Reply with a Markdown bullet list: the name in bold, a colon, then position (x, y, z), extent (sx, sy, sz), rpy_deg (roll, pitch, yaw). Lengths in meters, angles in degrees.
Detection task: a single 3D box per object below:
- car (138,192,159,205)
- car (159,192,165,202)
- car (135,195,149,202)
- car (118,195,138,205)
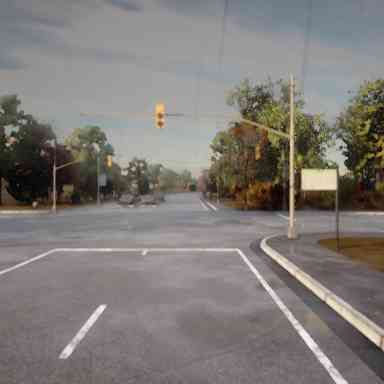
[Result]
- **car**: position (-6.989, 1.216, 53.822), extent (2.097, 1.767, 4.553), rpy_deg (0, 0, 0)
- **car**: position (-6.880, 1.051, 69.214), extent (2.150, 2.045, 5.566), rpy_deg (0, 0, 0)
- **car**: position (-10.380, 1.366, 69.336), extent (2.033, 1.411, 5.357), rpy_deg (0, 0, 0)
- **car**: position (-10.486, 1.216, 53.860), extent (2.097, 1.767, 4.553), rpy_deg (0, 0, 0)
